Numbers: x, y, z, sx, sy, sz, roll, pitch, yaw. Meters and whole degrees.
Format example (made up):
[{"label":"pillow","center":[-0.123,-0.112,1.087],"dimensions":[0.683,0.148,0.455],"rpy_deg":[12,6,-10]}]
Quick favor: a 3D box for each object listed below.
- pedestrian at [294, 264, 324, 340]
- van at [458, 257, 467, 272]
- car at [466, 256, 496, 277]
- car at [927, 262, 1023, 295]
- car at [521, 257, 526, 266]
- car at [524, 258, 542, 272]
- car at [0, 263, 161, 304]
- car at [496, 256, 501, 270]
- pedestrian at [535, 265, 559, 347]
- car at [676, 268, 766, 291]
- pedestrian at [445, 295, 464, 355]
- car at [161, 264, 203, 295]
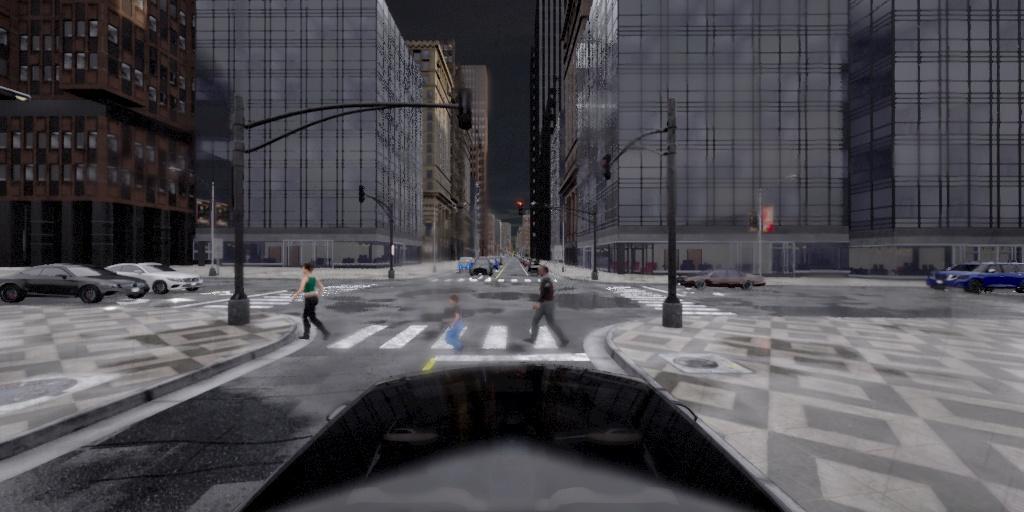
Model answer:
[{"label":"pedestrian","center":[-4.746,1.042,8.394],"dimensions":[0.375,1.860,0.375],"rpy_deg":[0,0,0]},{"label":"van","center":[-5.685,1.054,44.733],"dimensions":[1.690,1.789,3.998],"rpy_deg":[0,0,0]},{"label":"car","center":[-2.961,1.078,35.523],"dimensions":[2.097,1.767,4.553],"rpy_deg":[0,0,0]},{"label":"car","center":[31.272,1.425,23.860],"dimensions":[5.566,2.045,2.150],"rpy_deg":[1,0,0]},{"label":"car","center":[2.934,1.265,61.635],"dimensions":[1.802,1.307,4.207],"rpy_deg":[0,0,0]},{"label":"car","center":[2.840,1.279,44.687],"dimensions":[1.948,1.339,4.313],"rpy_deg":[0,0,0]},{"label":"car","center":[-17.231,1.045,14.137],"dimensions":[4.674,1.442,1.812],"rpy_deg":[1,0,-1]},{"label":"car","center":[-2.885,1.182,50.402],"dimensions":[1.882,1.535,5.008],"rpy_deg":[0,0,0]},{"label":"pedestrian","center":[0.750,1.043,7.801],"dimensions":[0.375,1.860,0.375],"rpy_deg":[0,0,0]},{"label":"car","center":[13.824,1.516,23.950],"dimensions":[5.357,1.411,2.033],"rpy_deg":[1,0,0]},{"label":"pedestrian","center":[-1.083,1.323,7.196],"dimensions":[0.375,1.300,0.375],"rpy_deg":[0,0,0]},{"label":"car","center":[-17.760,1.050,17.394],"dimensions":[4.674,1.442,1.812],"rpy_deg":[1,0,0]}]
